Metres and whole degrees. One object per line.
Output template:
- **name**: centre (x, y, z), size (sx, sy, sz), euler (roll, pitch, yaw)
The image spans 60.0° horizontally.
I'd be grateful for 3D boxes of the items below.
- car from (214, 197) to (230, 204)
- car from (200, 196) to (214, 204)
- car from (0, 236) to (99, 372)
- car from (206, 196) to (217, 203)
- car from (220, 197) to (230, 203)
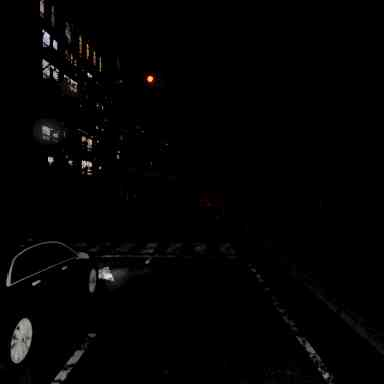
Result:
- **car**: centre (6.198, 1.742, 68.851), size (1.837, 1.490, 4.892), euler (0, 0, 10)
- **car**: centre (3.008, 1.590, 69.455), size (2.097, 1.767, 4.553), euler (0, 0, 9)
- **car**: centre (-3.046, 1.507, 5.649), size (1.837, 1.490, 4.892), euler (0, 0, 1)
- **car**: centre (4.633, 1.804, 79.076), size (1.837, 1.490, 4.892), euler (0, 0, 11)
- **car**: centre (7.868, 1.857, 78.678), size (1.994, 1.385, 4.181), euler (0, 0, 12)
